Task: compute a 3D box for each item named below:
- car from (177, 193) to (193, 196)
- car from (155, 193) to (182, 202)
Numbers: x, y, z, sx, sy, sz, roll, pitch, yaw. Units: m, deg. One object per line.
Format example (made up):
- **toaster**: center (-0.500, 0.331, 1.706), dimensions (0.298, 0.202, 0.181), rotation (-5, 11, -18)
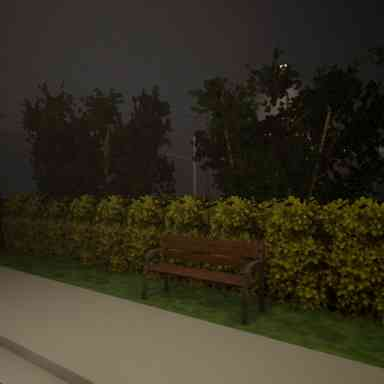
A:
- **car**: center (-0.858, 0.969, 60.697), dimensions (2.033, 1.411, 5.357), rotation (0, 2, 35)
- **car**: center (-4.256, 0.995, 61.926), dimensions (2.033, 1.411, 5.357), rotation (0, 2, 35)
